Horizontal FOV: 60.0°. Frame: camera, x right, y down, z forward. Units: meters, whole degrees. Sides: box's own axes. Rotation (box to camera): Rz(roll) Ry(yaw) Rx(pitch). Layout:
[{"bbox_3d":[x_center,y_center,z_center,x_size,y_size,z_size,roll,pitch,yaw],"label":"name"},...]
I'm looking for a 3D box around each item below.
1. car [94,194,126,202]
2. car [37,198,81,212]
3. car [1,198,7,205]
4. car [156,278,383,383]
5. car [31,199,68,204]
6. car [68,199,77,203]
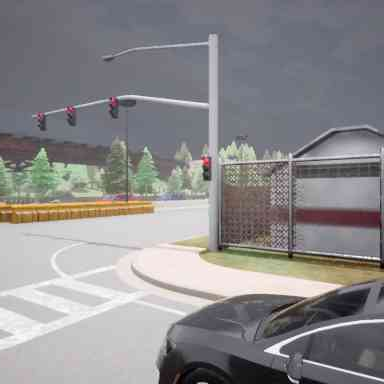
[{"bbox_3d":[-8.743,1.221,37.910,2.150,2.045,5.566,0,0,34],"label":"car"},{"bbox_3d":[-15.841,1.526,39.857,1.812,1.442,4.674,0,0,34],"label":"car"},{"bbox_3d":[-20.676,1.352,32.635,2.097,1.767,4.553,0,0,34],"label":"car"},{"bbox_3d":[1.873,1.505,2.671,4.892,1.490,1.837,0,0,36],"label":"car"},{"bbox_3d":[-13.879,1.564,30.200,1.994,1.385,4.181,0,0,33],"label":"car"},{"bbox_3d":[-14.903,1.601,34.978,1.895,1.301,4.718,0,0,34],"label":"car"}]
